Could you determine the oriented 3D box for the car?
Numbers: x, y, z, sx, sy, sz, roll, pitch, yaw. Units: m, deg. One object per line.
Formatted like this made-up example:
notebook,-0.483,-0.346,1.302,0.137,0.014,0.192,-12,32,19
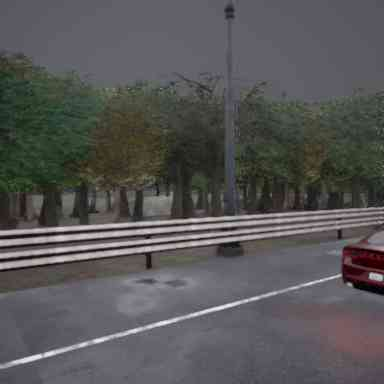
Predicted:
car,5.481,1.449,7.680,5.008,1.535,1.882,0,0,-35
